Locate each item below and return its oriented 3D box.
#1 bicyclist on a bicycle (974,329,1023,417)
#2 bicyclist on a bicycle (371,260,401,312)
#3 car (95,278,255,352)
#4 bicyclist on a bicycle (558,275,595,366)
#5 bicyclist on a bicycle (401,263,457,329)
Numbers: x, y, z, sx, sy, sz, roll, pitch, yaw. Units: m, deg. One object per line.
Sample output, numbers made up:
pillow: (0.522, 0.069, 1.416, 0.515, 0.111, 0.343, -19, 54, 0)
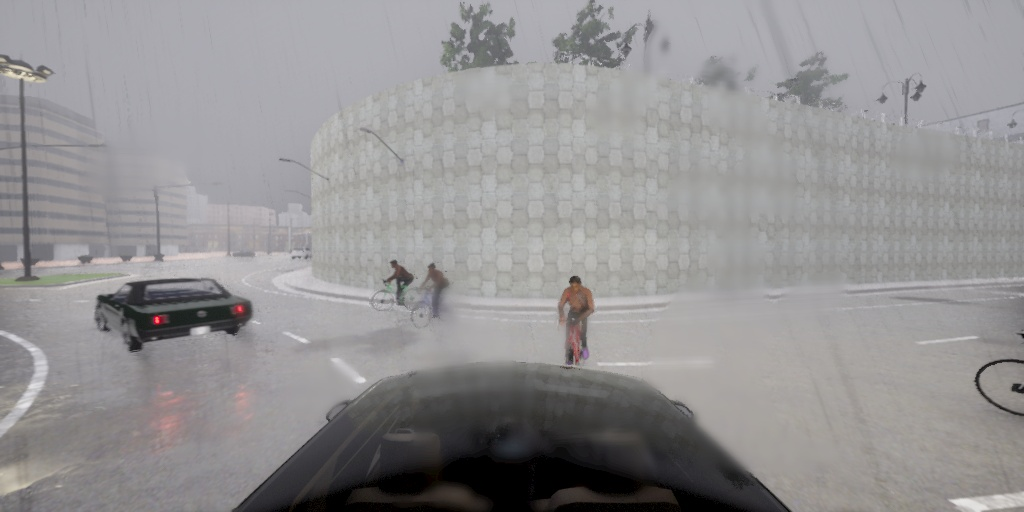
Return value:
bicyclist on a bicycle: (6.317, 1.138, 3.848, 0.582, 1.620, 1.656, -1, 3, -31)
bicyclist on a bicycle: (-3.603, 0.943, 11.404, 1.656, 1.620, 0.582, 0, 0, -27)
car: (-8.080, 1.174, 8.437, 4.718, 1.301, 1.895, 1, 2, 34)
bicyclist on a bicycle: (0.995, 1.111, 5.522, 0.582, 1.620, 1.656, 1, 0, 20)
bicyclist on a bicycle: (-1.982, 1.011, 9.354, 0.582, 1.620, 1.656, 1, 1, 32)
